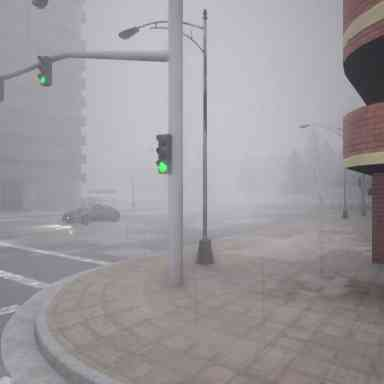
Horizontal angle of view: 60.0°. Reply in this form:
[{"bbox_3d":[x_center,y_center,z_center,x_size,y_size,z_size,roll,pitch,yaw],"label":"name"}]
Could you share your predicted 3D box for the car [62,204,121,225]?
[{"bbox_3d":[-7.214,1.564,24.121,1.994,1.385,4.181,0,0,36],"label":"car"}]
